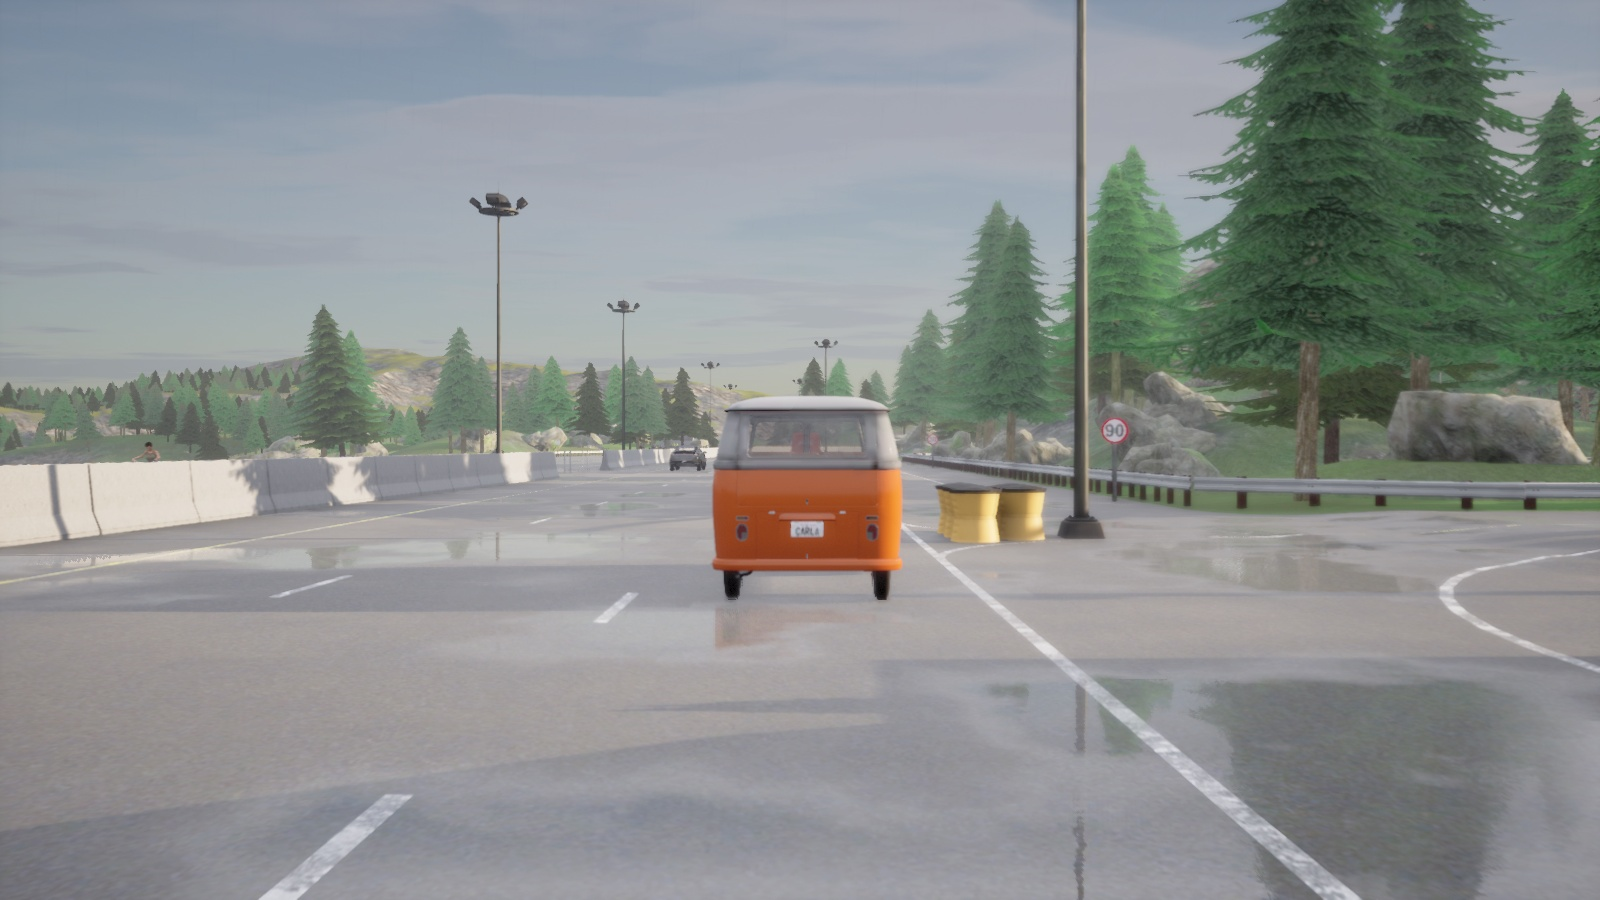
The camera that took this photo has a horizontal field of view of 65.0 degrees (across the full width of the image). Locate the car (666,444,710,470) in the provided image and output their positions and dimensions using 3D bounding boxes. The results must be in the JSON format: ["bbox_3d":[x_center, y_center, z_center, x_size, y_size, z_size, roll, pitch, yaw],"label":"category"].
[{"bbox_3d":[-6.623,0.409,74.617,2.128,1.511,4.902,0,0,0],"label":"car"}]

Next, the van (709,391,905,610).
[{"bbox_3d":[0.078,0.448,13.600,1.775,1.987,4.442,0,0,0],"label":"van"}]
